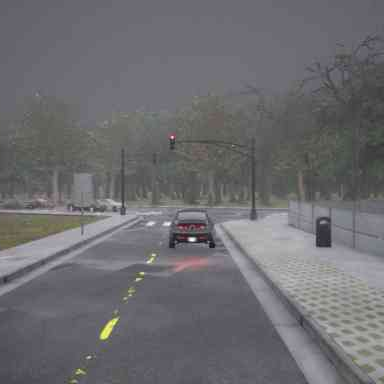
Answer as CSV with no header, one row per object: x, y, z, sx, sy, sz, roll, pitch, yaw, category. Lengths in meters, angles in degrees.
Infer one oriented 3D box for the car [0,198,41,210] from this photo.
-21.398,1.575,41.245,4.181,1.385,1.994,0,0,24,car

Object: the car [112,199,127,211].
-9.951,1.535,39.838,4.674,1.442,1.812,0,0,25,car

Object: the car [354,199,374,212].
16.223,1.465,32.251,4.902,1.511,2.128,0,0,22,car

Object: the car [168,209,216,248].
0.008,1.507,14.713,1.837,1.490,4.892,0,0,0,car

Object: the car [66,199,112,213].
-11.742,1.503,37.068,4.892,1.490,1.837,0,0,23,car

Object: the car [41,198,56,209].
-20.372,1.548,44.338,4.674,1.442,1.812,0,0,23,car
